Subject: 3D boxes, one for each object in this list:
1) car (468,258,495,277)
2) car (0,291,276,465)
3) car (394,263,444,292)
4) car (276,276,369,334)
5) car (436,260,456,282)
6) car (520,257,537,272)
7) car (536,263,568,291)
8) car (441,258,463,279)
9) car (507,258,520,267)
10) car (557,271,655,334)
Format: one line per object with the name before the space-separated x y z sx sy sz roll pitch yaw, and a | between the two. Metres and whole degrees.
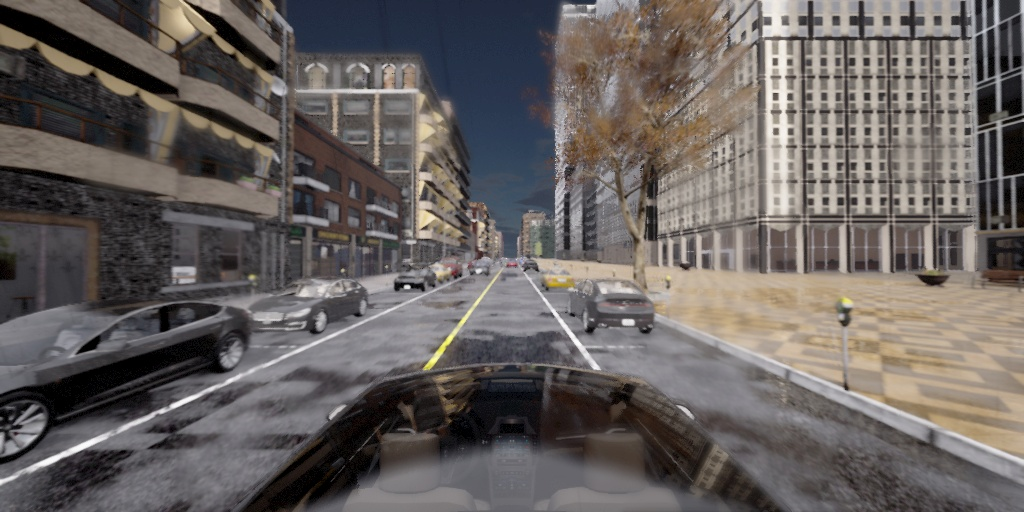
car | -3.088 1.252 35.608 2.128 1.511 4.902 0 0 0
car | -5.689 1.316 4.933 1.948 1.339 4.313 0 0 0
car | -5.687 1.320 21.642 1.948 1.339 4.313 0 0 0
car | -5.689 1.301 10.503 2.007 1.370 4.403 0 0 0
car | -5.686 1.282 27.041 1.751 1.417 4.829 0 0 0
car | 2.361 1.270 45.602 1.837 1.490 4.892 0 0 0
car | 2.694 1.281 21.810 1.751 1.417 4.829 0 0 0
car | -5.685 1.073 32.782 2.192 1.841 5.009 0 0 0
car | 0.011 1.341 64.858 1.994 1.385 4.181 0 0 0
car | 2.692 1.303 10.500 2.007 1.370 4.403 0 0 0
